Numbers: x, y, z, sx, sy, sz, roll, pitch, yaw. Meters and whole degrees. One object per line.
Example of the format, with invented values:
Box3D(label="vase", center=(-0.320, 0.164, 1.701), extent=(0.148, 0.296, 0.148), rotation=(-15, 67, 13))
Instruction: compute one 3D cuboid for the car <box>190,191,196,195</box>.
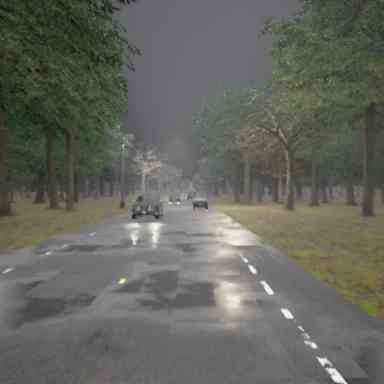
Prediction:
Box3D(label="car", center=(1.049, 1.211, 57.539), extent=(2.097, 1.767, 4.553), rotation=(0, 0, 0))

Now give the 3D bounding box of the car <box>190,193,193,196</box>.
Box3D(label="car", center=(1.050, 1.340, 51.757), extent=(1.801, 1.575, 5.366), rotation=(0, 0, 0))

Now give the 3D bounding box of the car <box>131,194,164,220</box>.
Box3D(label="car", center=(-3.596, 1.176, 27.711), extent=(2.150, 2.045, 5.566), rotation=(0, 0, 0))

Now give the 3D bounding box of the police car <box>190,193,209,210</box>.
Box3D(label="police car", center=(1.050, 1.345, 41.676), extent=(1.930, 1.638, 5.238), rotation=(0, 0, 0))

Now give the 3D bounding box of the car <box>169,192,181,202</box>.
Box3D(label="car", center=(-3.501, 1.022, 68.029), extent=(2.150, 2.045, 5.566), rotation=(0, 0, 0))

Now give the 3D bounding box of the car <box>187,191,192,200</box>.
Box3D(label="car", center=(0.000, 0.904, 77.216), extent=(2.150, 2.045, 5.566), rotation=(0, 0, 0))
